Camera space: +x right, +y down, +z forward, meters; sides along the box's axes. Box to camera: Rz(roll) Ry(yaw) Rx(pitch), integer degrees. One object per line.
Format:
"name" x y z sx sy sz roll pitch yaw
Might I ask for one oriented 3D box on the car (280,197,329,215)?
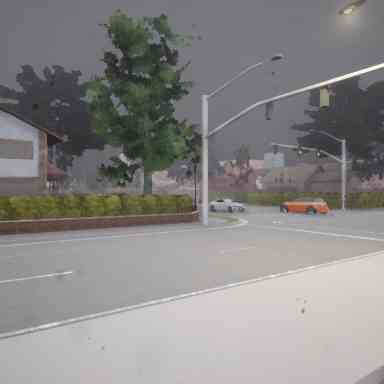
"car" 10.910 1.272 32.691 2.097 1.767 4.553 0 0 -36

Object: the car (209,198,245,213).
"car" 3.737 1.435 36.320 1.812 1.442 4.674 0 0 -36
